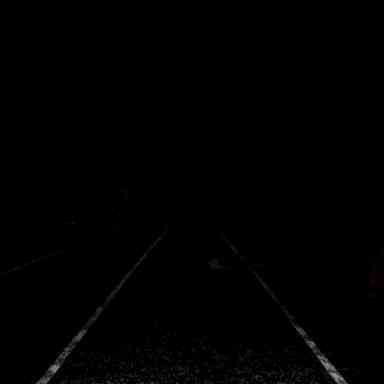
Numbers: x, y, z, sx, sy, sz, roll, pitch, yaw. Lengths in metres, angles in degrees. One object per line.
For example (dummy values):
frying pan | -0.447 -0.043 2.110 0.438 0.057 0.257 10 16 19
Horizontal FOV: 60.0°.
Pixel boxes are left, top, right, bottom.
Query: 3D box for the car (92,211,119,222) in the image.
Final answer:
car | -16.795 4.812 65.027 2.150 2.045 5.566 -4 -5 38

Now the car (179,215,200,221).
car | -0.411 5.623 72.000 4.902 1.511 2.128 0 -4 8
